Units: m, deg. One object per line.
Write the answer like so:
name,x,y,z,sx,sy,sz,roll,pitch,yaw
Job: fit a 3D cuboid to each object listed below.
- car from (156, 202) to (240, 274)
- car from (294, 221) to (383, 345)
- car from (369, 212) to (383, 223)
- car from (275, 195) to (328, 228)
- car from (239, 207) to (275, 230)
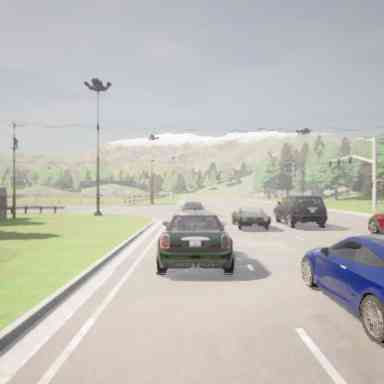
car,0.091,1.348,10.671,2.097,1.767,4.553,0,0,0
car,3.591,1.523,6.247,1.812,1.442,4.674,0,0,0
car,10.587,1.344,16.110,2.097,1.767,4.553,0,0,0
car,7.086,1.213,22.189,2.150,2.045,5.566,0,0,0
car,3.586,1.594,21.108,1.895,1.301,4.718,0,0,0
